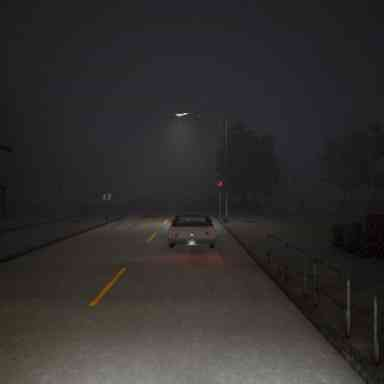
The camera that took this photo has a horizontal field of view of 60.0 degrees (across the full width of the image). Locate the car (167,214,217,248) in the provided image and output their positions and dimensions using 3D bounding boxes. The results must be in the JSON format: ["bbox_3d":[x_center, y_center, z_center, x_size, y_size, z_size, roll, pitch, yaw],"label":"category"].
[{"bbox_3d":[0.000,1.614,14.680,1.895,1.301,4.718,0,0,0],"label":"car"}]

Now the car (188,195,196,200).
[{"bbox_3d":[0.000,1.408,81.880,1.895,1.301,4.718,0,0,0],"label":"car"}]

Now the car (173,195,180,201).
[{"bbox_3d":[-4.000,1.532,88.015,2.033,1.411,5.357,0,0,0],"label":"car"}]
